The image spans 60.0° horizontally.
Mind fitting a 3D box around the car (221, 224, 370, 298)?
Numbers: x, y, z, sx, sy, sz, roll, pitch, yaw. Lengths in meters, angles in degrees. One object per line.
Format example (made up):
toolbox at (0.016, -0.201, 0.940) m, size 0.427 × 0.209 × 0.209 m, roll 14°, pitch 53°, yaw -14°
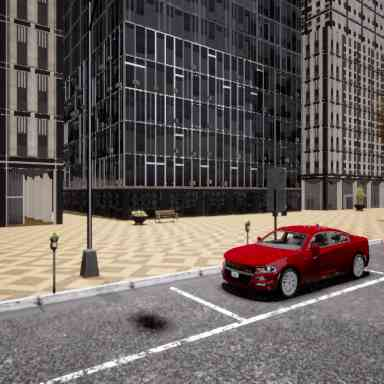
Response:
car at (2.764, 1.545, 8.512) m, size 4.507 × 1.381 × 1.887 m, roll 0°, pitch 0°, yaw -35°
